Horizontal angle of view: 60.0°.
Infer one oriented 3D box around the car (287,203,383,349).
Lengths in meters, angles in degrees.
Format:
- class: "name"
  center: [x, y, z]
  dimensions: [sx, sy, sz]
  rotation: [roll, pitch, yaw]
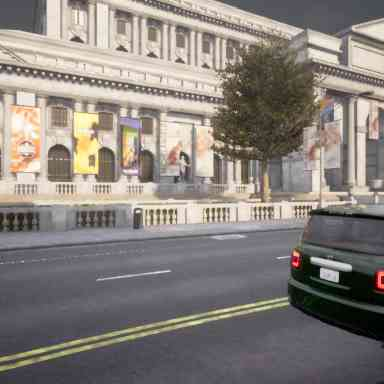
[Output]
- class: "car"
  center: [4.202, 1.221, 5.841]
  dimensions: [5.566, 2.045, 2.150]
  rotation: [0, 0, -29]
